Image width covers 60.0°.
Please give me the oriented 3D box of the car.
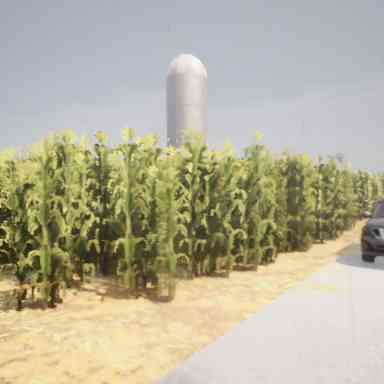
[{"bbox_3d":[7.433,1.228,11.617,2.150,2.045,5.566,-1,0,35],"label":"car"}]
